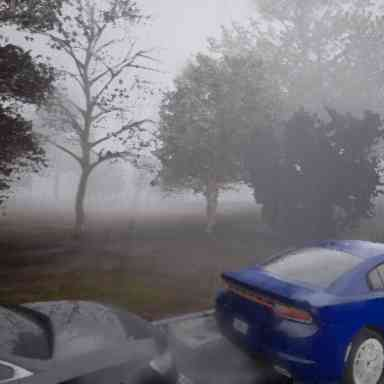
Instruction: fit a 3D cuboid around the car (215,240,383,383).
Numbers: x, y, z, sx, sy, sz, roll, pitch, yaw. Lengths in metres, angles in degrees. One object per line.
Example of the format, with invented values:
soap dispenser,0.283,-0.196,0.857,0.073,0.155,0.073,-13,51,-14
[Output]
car,2.729,1.506,5.158,5.008,1.535,2.097,2,-1,-30
